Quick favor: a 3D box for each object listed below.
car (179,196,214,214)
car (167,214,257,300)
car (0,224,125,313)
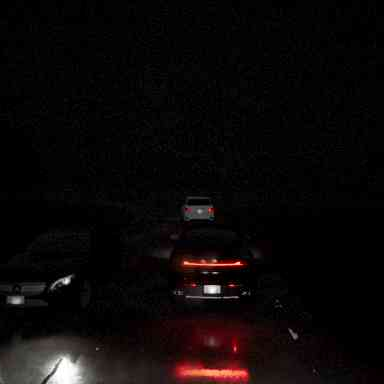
[{"bbox_3d":[0.309,1.336,24.479,2.150,2.045,5.566,0,0,-4],"label":"car"},{"bbox_3d":[0.470,1.531,8.466,1.837,1.490,4.892,0,0,2],"label":"car"},{"bbox_3d":[-2.850,1.550,7.868,1.812,1.442,4.674,0,0,2],"label":"car"}]
